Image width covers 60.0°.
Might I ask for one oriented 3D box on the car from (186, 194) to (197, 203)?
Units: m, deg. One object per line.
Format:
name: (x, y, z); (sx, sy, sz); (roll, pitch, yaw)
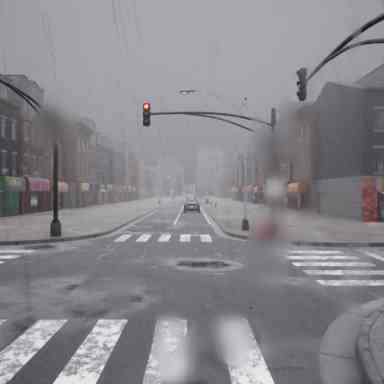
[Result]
car: (-0.140, 1.326, 70.353); (2.192, 1.841, 5.009); (0, 0, 0)

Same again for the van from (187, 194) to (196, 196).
van: (-0.079, 1.341, 53.537); (1.690, 1.788, 3.998); (0, 0, 0)

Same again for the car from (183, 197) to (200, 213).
car: (-0.016, 1.563, 36.720); (1.947, 1.339, 4.313); (0, 0, 0)

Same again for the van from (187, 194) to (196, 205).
van: (-0.099, 1.344, 59.142); (1.690, 1.788, 3.998); (0, 0, 0)

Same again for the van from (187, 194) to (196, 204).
van: (-0.119, 1.348, 64.748); (1.690, 1.788, 3.998); (0, 0, 0)
